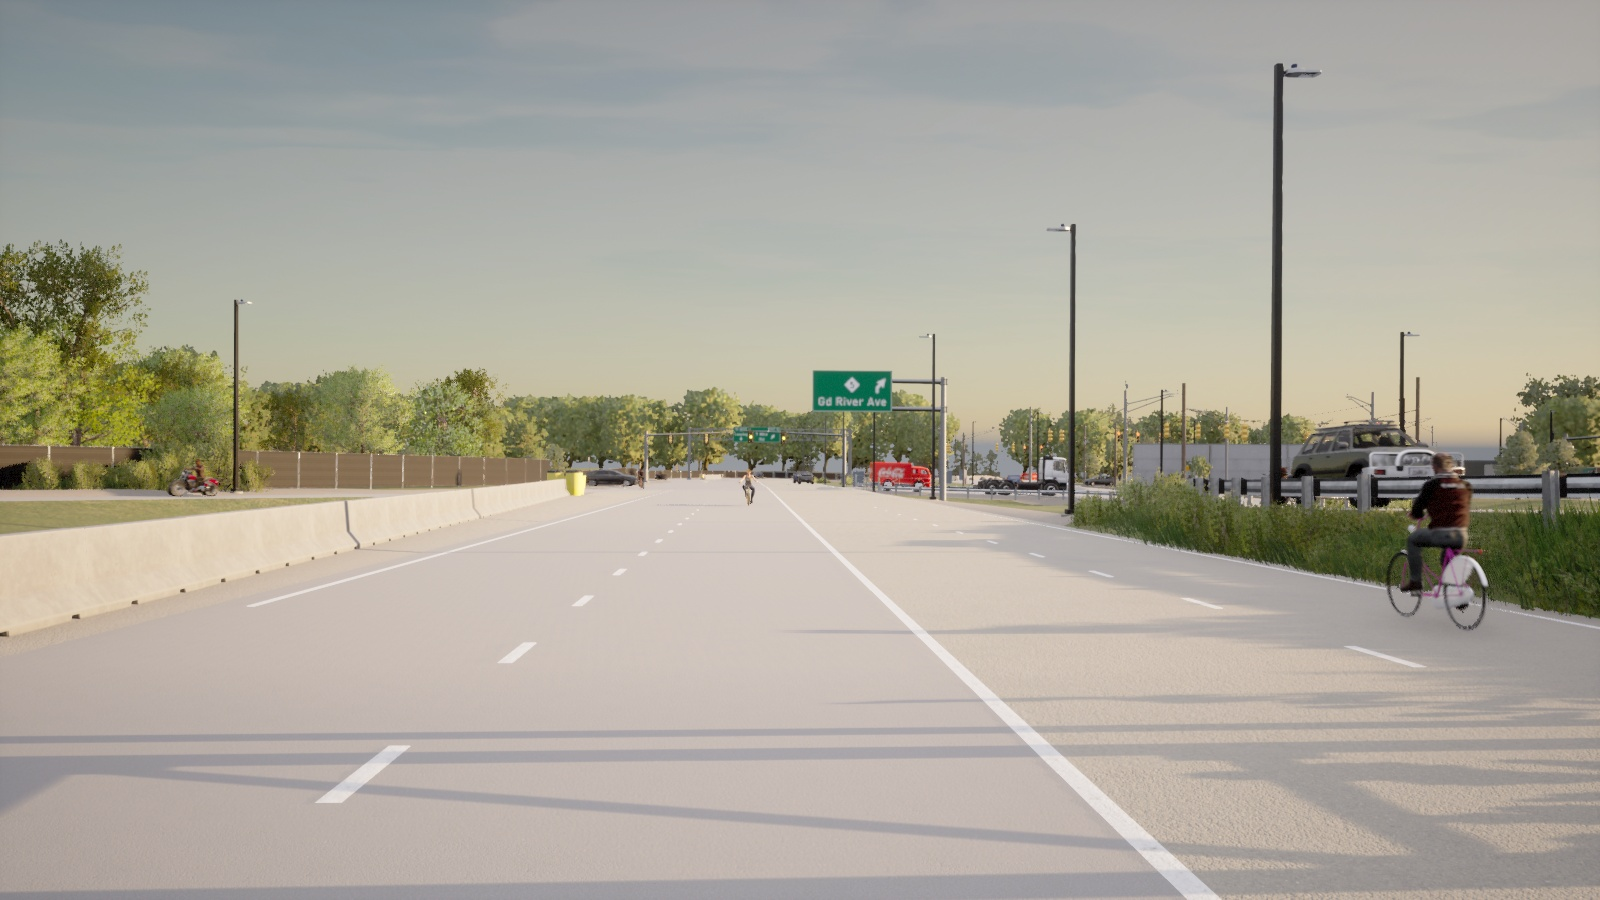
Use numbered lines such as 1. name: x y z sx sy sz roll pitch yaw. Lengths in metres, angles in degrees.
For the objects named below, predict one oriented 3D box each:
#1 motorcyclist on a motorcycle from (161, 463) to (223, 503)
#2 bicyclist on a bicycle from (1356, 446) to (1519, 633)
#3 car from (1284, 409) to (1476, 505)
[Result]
1. motorcyclist on a motorcycle: -25.348 1.372 52.399 0.766 1.649 2.350 0 -1 24
2. bicyclist on a bicycle: 6.488 0.864 12.892 0.659 1.776 1.843 0 -1 -2
3. car: 12.147 0.222 26.678 1.932 1.855 4.605 0 -2 0
